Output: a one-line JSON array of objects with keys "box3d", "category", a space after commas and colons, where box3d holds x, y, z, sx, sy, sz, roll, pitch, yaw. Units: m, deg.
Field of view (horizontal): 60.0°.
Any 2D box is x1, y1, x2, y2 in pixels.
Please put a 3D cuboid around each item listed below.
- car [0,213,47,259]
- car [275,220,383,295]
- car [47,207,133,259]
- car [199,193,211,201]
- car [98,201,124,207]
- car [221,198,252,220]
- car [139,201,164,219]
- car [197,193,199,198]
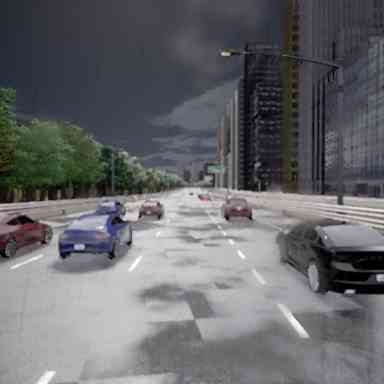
[{"box3d": [-6.906, 1.495, 12.362, 1.812, 1.442, 4.674, 0, 0, 0], "category": "car"}, {"box3d": [3.598, 1.455, 8.725, 1.882, 1.535, 5.008, 0, 0, 0], "category": "car"}, {"box3d": [-3.406, 1.495, 12.373, 1.812, 1.442, 4.674, 0, 0, 0], "category": "car"}, {"box3d": [3.219, 1.200, 77.271, 2.097, 1.767, 4.553, 0, 0, 0], "category": "car"}, {"box3d": [-6.937, 1.463, 28.659, 1.812, 1.442, 4.674, 0, 0, 0], "category": "car"}, {"box3d": [3.568, 1.290, 27.285, 2.097, 1.767, 4.553, 0, 0, 0], "category": "car"}, {"box3d": [-3.436, 1.463, 28.625, 1.812, 1.442, 4.674, 0, 0, 0], "category": "car"}, {"box3d": [3.135, 1.252, 88.294, 2.033, 1.649, 4.856, 0, 0, 0], "category": "car"}]
